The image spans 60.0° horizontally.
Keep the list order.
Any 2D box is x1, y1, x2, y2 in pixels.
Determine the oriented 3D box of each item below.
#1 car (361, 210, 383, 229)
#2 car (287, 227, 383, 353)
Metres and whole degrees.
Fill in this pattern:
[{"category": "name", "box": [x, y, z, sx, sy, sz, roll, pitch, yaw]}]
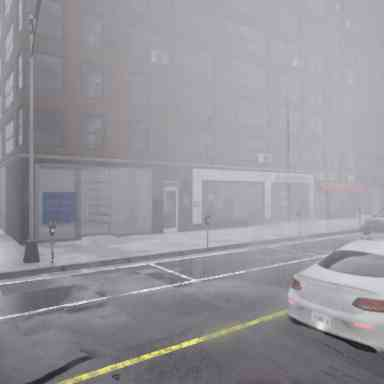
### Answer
[{"category": "car", "box": [10.616, 1.582, 17.470, 4.206, 1.307, 1.802, 0, 0, -35]}, {"category": "car", "box": [3.576, 1.526, 5.710, 4.674, 1.442, 1.812, 1, 0, -35]}]
